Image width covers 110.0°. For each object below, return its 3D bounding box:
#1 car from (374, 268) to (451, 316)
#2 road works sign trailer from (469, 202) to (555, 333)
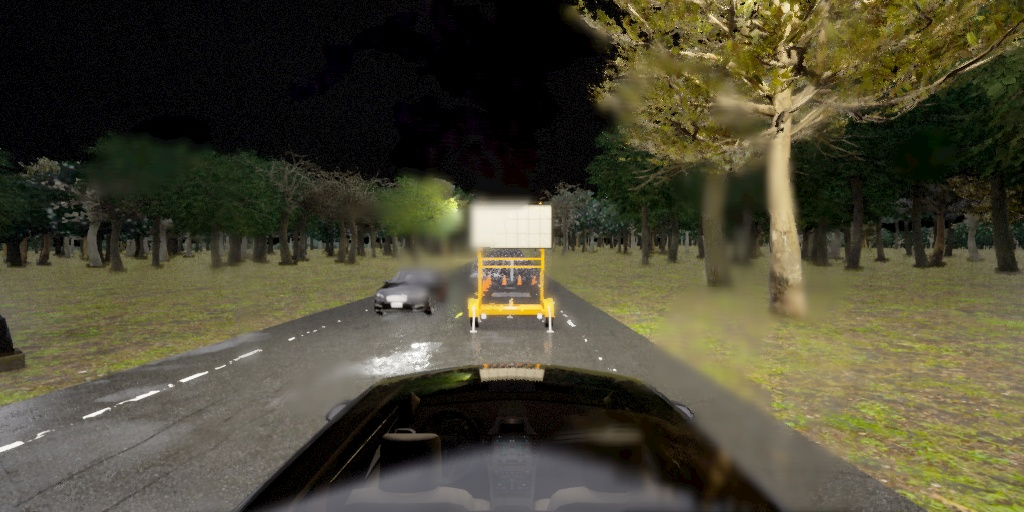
[{"bbox_3d":[-3.505,1.207,13.354,2.128,1.511,4.902,0,0,0],"label":"car"},{"bbox_3d":[-0.004,0.194,10.718,2.380,3.560,2.880,0,0,0],"label":"road works sign trailer"}]
